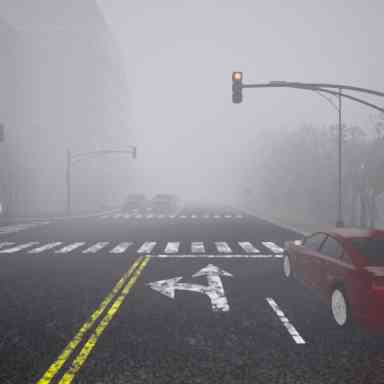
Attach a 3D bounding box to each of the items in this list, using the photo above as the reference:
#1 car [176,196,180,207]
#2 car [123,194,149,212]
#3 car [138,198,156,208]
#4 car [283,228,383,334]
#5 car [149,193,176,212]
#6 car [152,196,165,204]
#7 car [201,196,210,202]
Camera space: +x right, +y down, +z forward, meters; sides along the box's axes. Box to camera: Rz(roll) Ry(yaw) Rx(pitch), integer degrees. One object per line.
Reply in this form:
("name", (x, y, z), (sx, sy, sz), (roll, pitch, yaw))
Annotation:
("car", (-3.353, 1.232, 49.508), (2.150, 2.045, 5.566), (0, 0, 0))
("car", (-6.603, 1.227, 39.177), (2.150, 2.045, 5.566), (0, 0, 0))
("car", (-6.602, 1.611, 49.263), (1.895, 1.301, 4.718), (0, 0, 0))
("car", (3.349, 1.477, 6.908), (1.882, 1.535, 5.008), (0, 0, 0))
("car", (-3.355, 1.227, 39.047), (2.150, 2.045, 5.566), (0, 0, -1))
("car", (-6.541, 1.570, 66.329), (2.033, 1.411, 5.357), (0, 0, 1))
("car", (3.242, 1.557, 78.613), (1.812, 1.442, 4.674), (0, 0, 0))
